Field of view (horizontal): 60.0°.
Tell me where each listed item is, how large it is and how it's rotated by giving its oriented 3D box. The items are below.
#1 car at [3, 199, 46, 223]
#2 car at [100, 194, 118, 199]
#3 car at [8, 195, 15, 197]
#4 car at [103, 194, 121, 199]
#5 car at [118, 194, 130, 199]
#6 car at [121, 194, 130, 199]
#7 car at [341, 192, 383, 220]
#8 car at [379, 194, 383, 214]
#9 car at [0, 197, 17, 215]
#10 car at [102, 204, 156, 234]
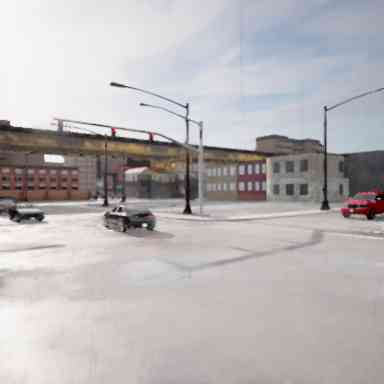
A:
[{"bbox_3d":[-13.111,1.548,26.203,2.033,1.411,5.357,0,0,-37],"label":"car"},{"bbox_3d":[-22.306,1.354,92.945,4.974,1.542,2.038,0,0,24],"label":"car"},{"bbox_3d":[-28.436,1.350,51.106,2.097,1.767,4.553,0,0,-9],"label":"car"},{"bbox_3d":[-22.354,1.196,92.966,4.536,1.218,1.853,0,0,24],"label":"car"},{"bbox_3d":[-18.577,1.343,93.050,2.038,1.542,4.974,0,0,-6],"label":"car"},{"bbox_3d":[-18.583,1.185,93.102,1.853,1.218,4.536,0,0,-6],"label":"car"},{"bbox_3d":[14.154,1.003,26.479,5.566,2.045,2.150,-1,1,-36],"label":"car"},{"bbox_3d":[15.228,1.149,22.922,4.553,1.767,2.097,-1,1,-36],"label":"car"},{"bbox_3d":[-18.950,1.528,33.967,1.812,1.442,4.674,0,0,-37],"label":"car"},{"bbox_3d":[-3.779,1.493,19.583,1.837,1.490,4.892,1,0,-32],"label":"car"}]
